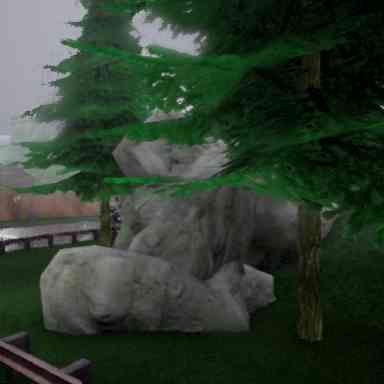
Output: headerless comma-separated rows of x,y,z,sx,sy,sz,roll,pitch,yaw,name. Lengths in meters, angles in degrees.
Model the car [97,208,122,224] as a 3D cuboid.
-4.912,1.506,25.343,2.128,1.511,4.902,0,0,36,car
